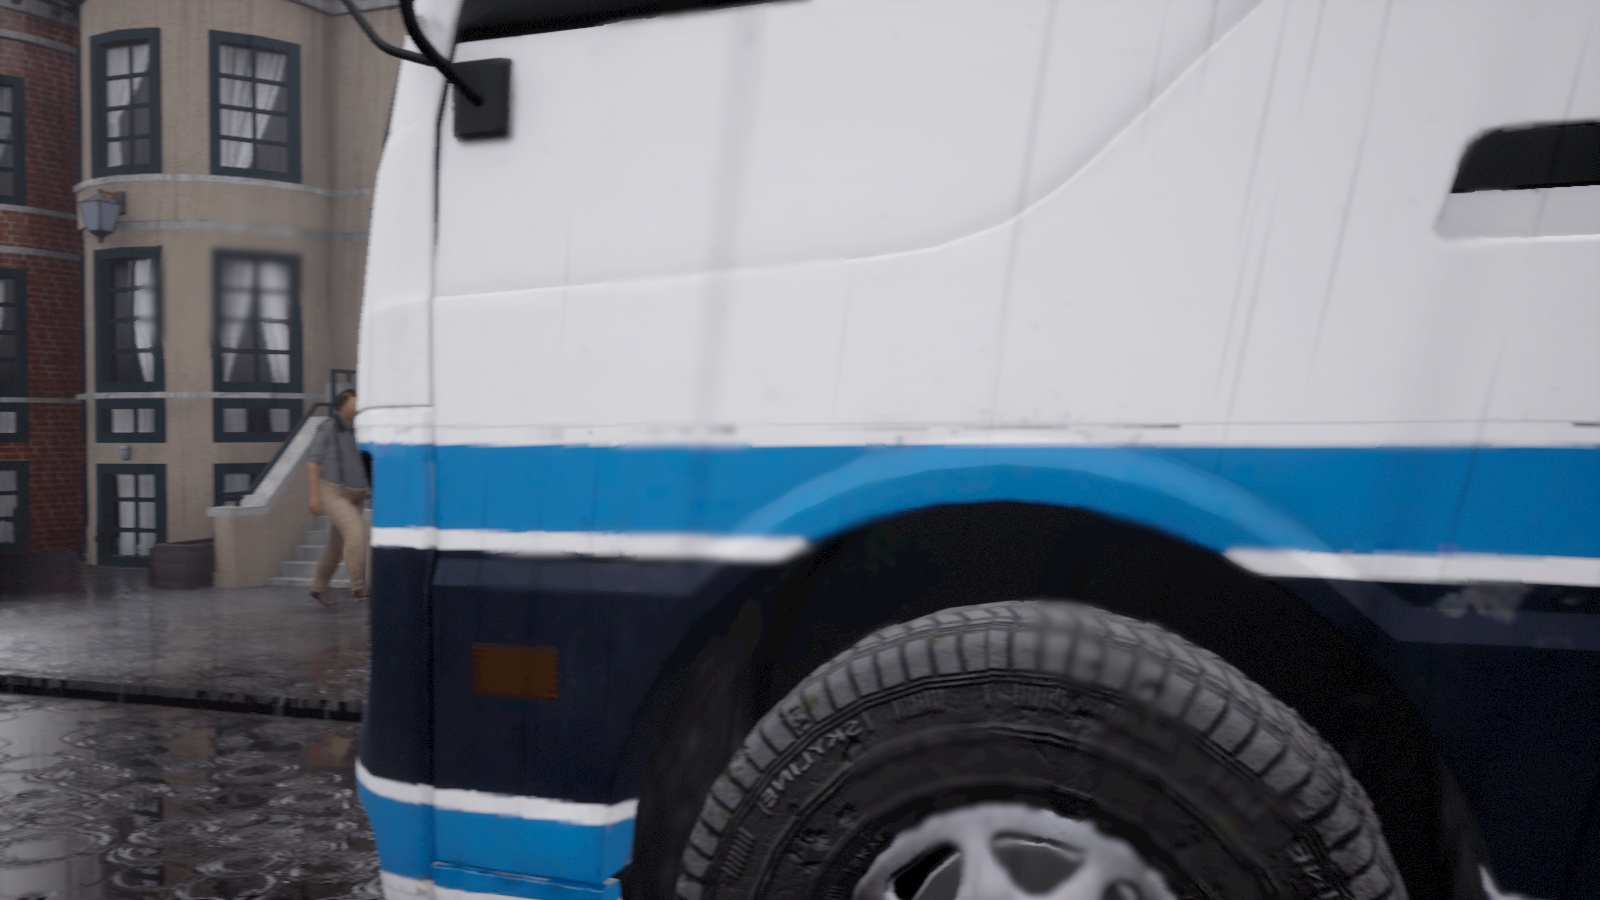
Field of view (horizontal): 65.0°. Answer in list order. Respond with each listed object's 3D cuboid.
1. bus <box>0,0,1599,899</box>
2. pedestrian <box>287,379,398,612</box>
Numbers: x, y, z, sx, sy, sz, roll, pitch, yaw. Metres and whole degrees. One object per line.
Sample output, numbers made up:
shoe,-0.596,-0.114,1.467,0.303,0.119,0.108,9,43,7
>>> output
bus,3.604,-0.576,2.490,10.273,4.253,3.944,1,1,19
pedestrian,-3.775,0.356,10.371,0.694,1.848,0.540,1,1,29
